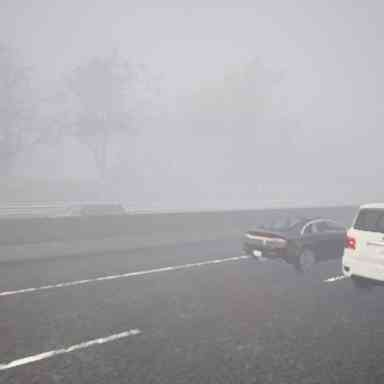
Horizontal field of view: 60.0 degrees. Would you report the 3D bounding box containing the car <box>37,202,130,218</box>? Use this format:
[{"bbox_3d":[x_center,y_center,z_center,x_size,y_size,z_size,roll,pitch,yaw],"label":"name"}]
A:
[{"bbox_3d":[-5.432,1.368,17.313,4.553,1.767,2.097,0,0,-35],"label":"car"}]

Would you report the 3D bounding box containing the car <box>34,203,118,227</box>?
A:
[{"bbox_3d":[-8.240,1.568,23.913,5.357,1.411,2.033,0,0,-36],"label":"car"}]

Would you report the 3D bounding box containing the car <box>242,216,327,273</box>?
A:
[{"bbox_3d":[3.811,1.521,10.764,4.902,1.511,2.128,0,0,-36],"label":"car"}]

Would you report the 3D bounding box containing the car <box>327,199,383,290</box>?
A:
[{"bbox_3d":[5.869,1.251,7.938,5.566,2.045,2.150,0,0,-35],"label":"car"}]

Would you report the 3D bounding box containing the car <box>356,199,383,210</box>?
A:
[{"bbox_3d":[26.331,1.750,48.519,5.357,1.411,2.033,0,0,-35],"label":"car"}]

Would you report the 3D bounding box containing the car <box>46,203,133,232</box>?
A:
[{"bbox_3d":[-6.373,1.525,20.943,4.892,1.490,1.837,0,0,-35],"label":"car"}]
